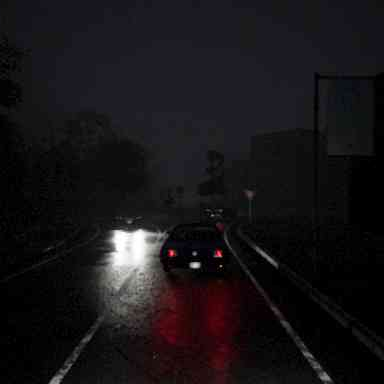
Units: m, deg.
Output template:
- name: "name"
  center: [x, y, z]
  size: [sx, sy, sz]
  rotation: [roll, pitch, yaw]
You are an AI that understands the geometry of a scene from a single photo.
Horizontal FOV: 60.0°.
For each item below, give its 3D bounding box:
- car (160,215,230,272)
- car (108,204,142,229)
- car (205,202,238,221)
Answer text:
- name: "car"
  center: [0.120, 1.668, 11.015]
  size: [1.895, 1.301, 4.718]
  rotation: [0, 0, 1]
- name: "car"
  center: [-4.742, 1.639, 23.191]
  size: [2.128, 1.511, 4.902]
  rotation: [1, -1, -20]
- name: "car"
  center: [2.665, 1.671, 29.375]
  size: [2.128, 1.511, 4.902]
  rotation: [1, 1, 24]
